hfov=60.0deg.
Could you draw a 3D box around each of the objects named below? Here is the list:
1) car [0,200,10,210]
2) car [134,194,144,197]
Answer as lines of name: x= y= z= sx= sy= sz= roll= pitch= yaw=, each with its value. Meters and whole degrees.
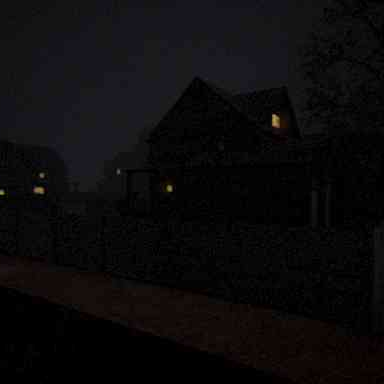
car: x=-16.443 y=1.327 z=27.470 sx=1.895 sy=1.301 sz=4.718 roll=1 pitch=2 yaw=35
car: x=-6.959 y=0.904 z=40.901 sx=1.994 sy=1.385 sz=4.181 roll=1 pitch=2 yaw=35
